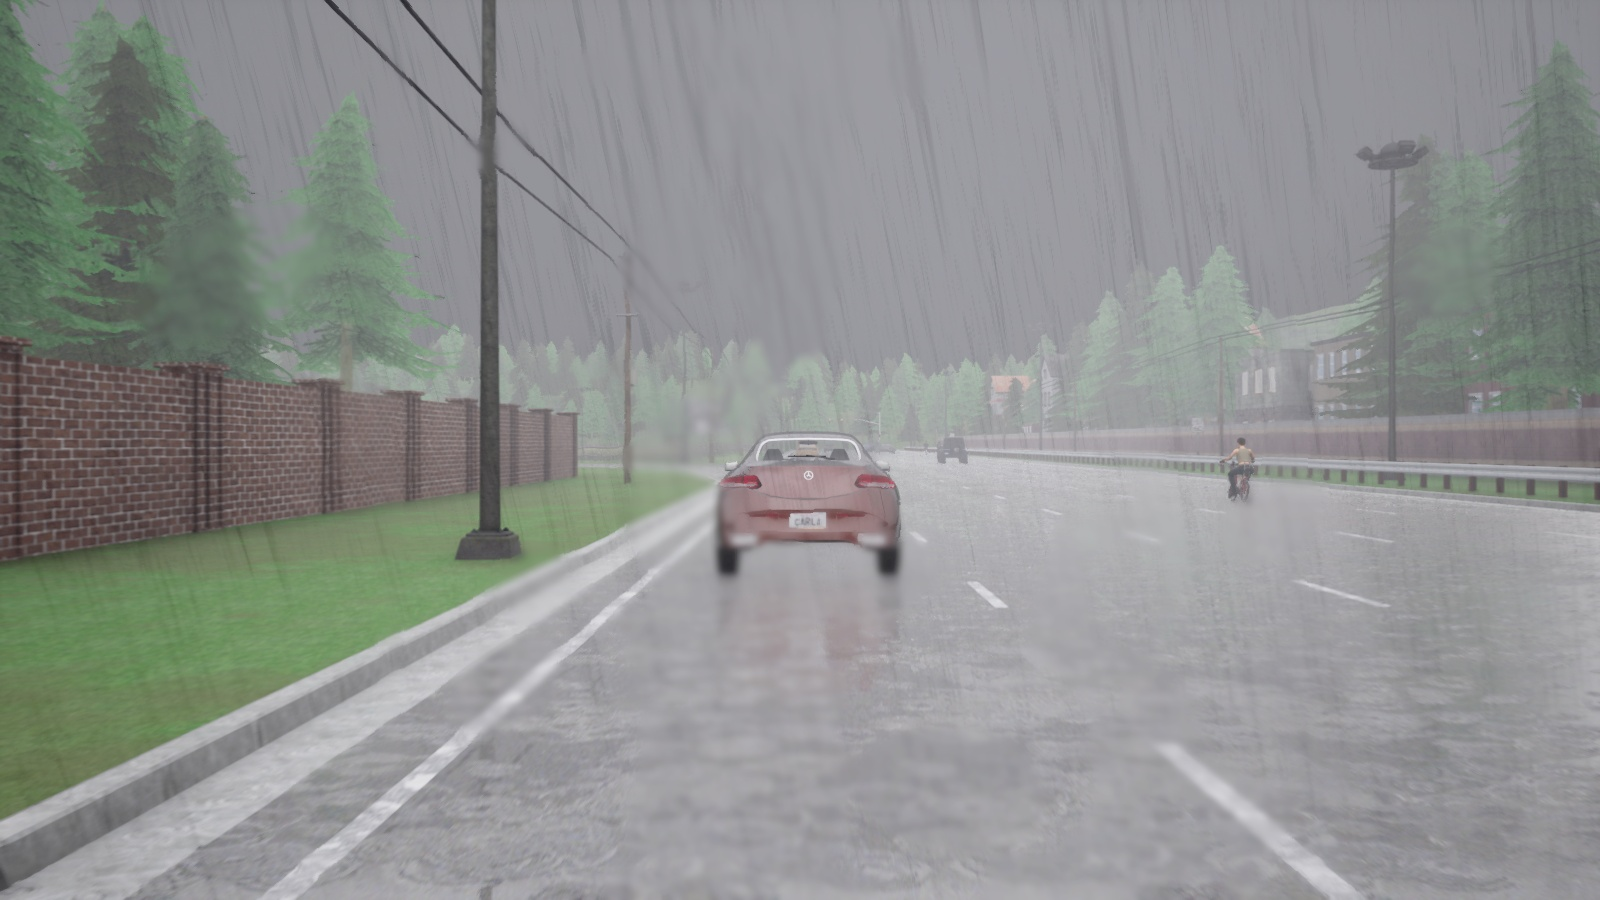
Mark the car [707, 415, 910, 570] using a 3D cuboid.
[{"bbox_3d":[0.106,0.436,15.853,2.152,1.651,5.027,0,0,0],"label":"car"}]

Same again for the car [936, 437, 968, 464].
[{"bbox_3d":[11.037,0.037,91.242,1.905,1.878,3.866,0,0,0],"label":"car"}]

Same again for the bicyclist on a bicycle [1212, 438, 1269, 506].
[{"bbox_3d":[10.684,0.520,30.491,0.866,1.612,1.509,0,0,1],"label":"bicyclist on a bicycle"}]
